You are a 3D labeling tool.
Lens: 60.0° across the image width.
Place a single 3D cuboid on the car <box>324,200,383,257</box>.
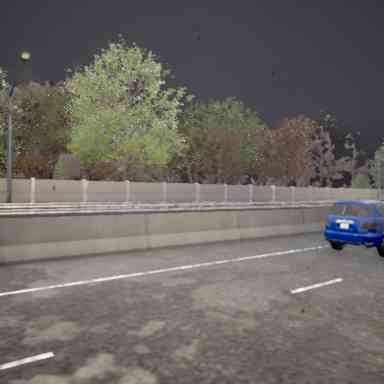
[{"bbox_3d":[7.741,1.350,13.684,5.566,2.045,2.150,1,0,-36],"label":"car"}]
